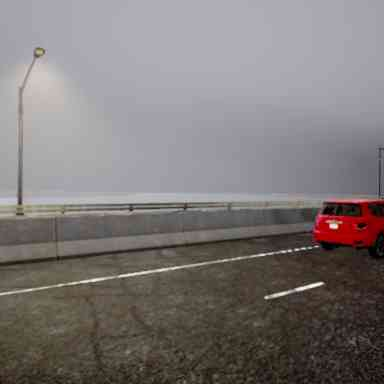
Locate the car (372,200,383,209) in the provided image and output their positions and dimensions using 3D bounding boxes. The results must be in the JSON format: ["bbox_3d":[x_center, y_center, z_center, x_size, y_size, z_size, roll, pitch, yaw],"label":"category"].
[{"bbox_3d":[29.069,1.835,49.738,4.718,1.301,1.895,0,0,-34],"label":"car"}]

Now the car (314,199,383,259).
[{"bbox_3d":[7.156,1.287,13.120,5.566,2.045,2.150,0,0,-35],"label":"car"}]
